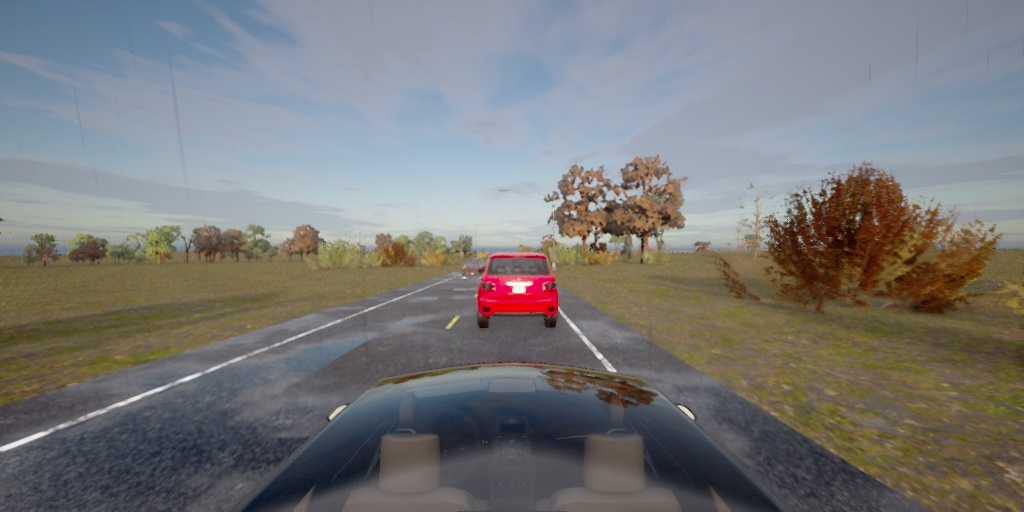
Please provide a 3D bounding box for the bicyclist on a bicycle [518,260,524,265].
[{"bbox_3d":[0.893,1.055,34.442,0.659,1.776,1.843,0,0,0],"label":"bicyclist on a bicycle"}]

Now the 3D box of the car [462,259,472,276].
[{"bbox_3d":[-3.669,1.034,35.409,2.097,1.767,4.553,0,0,0],"label":"car"}]

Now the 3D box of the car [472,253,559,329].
[{"bbox_3d":[0.090,0.946,11.405,2.150,2.045,5.566,0,-1,-2],"label":"car"}]
